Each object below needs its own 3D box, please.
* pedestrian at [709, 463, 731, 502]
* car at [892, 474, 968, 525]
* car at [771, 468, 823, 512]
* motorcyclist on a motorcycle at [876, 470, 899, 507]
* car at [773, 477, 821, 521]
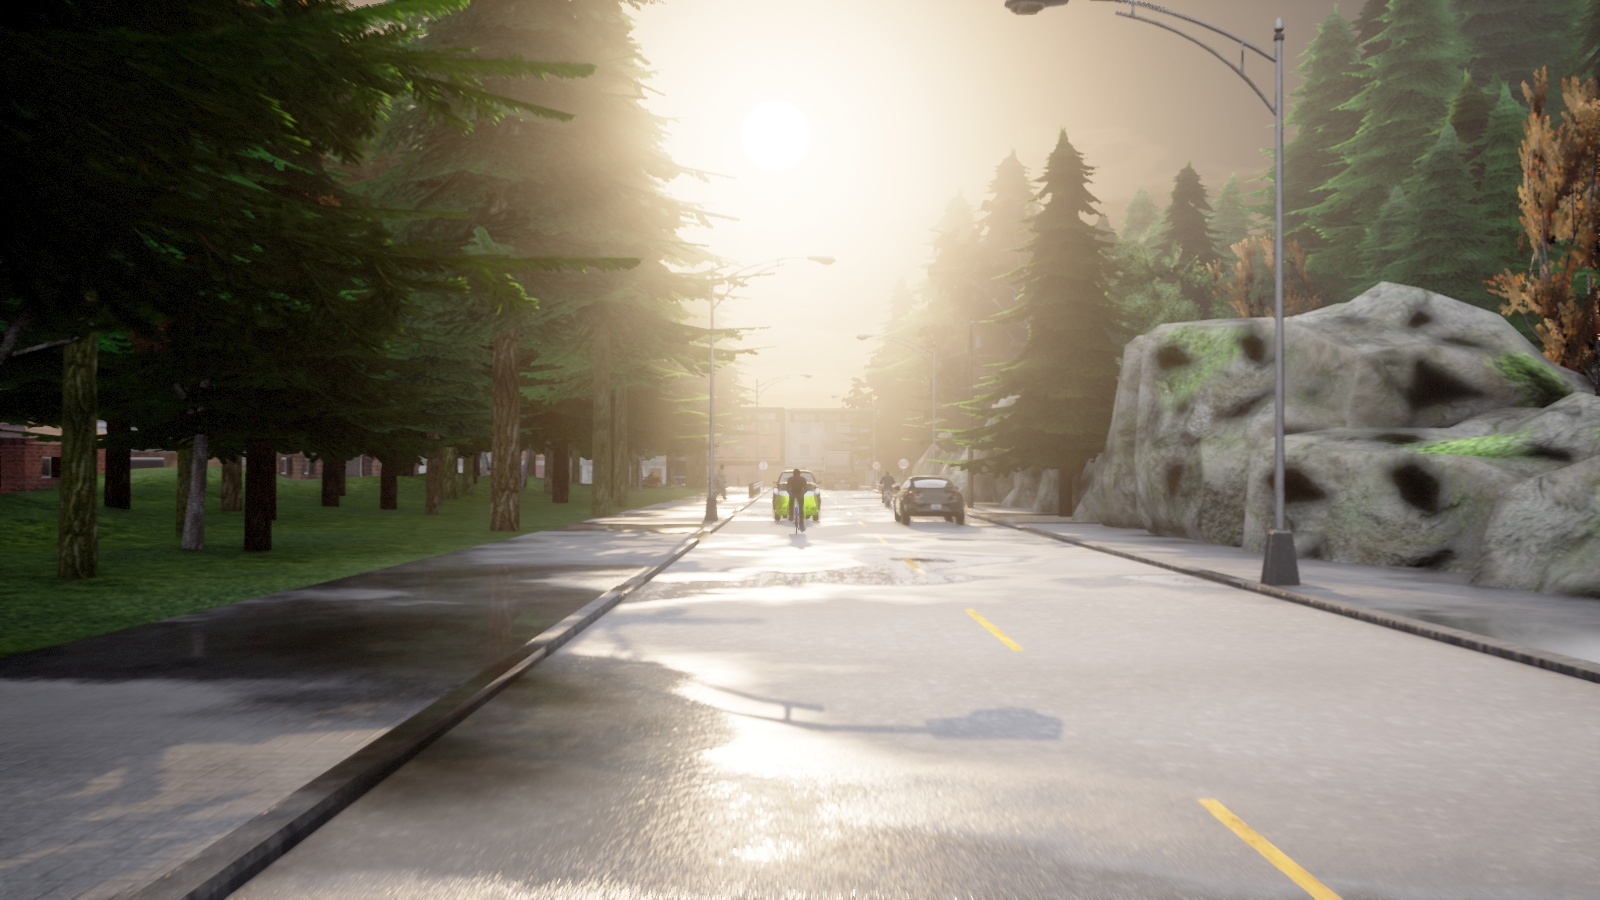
[{"bbox_3d":[-3.892,1.559,60.857,0.900,1.855,0.874,0,-1,9],"label":"pedestrian"},{"bbox_3d":[3.909,1.467,38.391,1.812,1.442,4.674,0,-1,0],"label":"car"},{"bbox_3d":[-0.122,1.609,51.816,2.033,1.649,4.856,0,0,0],"label":"car"},{"bbox_3d":[3.869,1.681,55.501,0.866,1.590,1.817,0,-1,0],"label":"motorcyclist on a motorcycle"},{"bbox_3d":[-0.094,1.536,39.852,1.481,1.376,2.207,0,-1,0],"label":"car"}]
